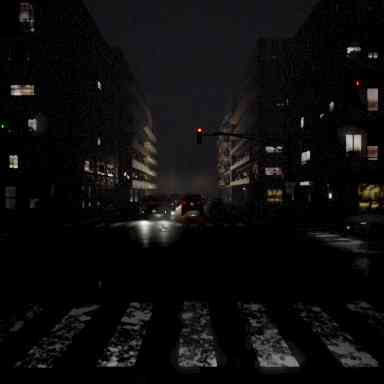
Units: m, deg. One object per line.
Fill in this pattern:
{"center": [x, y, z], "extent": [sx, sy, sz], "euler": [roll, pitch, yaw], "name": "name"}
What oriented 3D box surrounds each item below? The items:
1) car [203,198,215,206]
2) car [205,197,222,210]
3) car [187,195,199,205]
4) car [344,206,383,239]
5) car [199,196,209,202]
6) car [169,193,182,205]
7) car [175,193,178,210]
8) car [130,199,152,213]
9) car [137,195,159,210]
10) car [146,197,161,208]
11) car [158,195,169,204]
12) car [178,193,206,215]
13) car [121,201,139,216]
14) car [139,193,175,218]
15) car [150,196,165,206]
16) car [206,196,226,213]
{"center": [2.757, 1.598, 54.876], "extent": [1.802, 1.307, 4.206], "euler": [0, 0, 0], "name": "car"}
{"center": [2.743, 1.451, 43.511], "extent": [1.967, 1.590, 4.097], "euler": [0, 0, 0], "name": "car"}
{"center": [0.178, 1.372, 61.407], "extent": [2.097, 1.767, 4.553], "euler": [0, 0, 0], "name": "car"}
{"center": [9.569, 1.319, 15.583], "extent": [4.674, 1.442, 1.812], "euler": [-1, 0, -4], "name": "car"}
{"center": [2.784, 1.584, 77.605], "extent": [2.008, 1.369, 4.403], "euler": [0, 0, 0], "name": "car"}
{"center": [-2.968, 1.242, 60.497], "extent": [2.150, 2.045, 5.566], "euler": [0, 0, 1], "name": "car"}
{"center": [-3.048, 1.361, 40.038], "extent": [2.097, 1.767, 4.553], "euler": [0, 0, 0], "name": "car"}
{"center": [-5.645, 1.533, 37.667], "extent": [1.752, 1.417, 4.829], "euler": [0, 0, 0], "name": "car"}
{"center": [-5.638, 1.326, 43.519], "extent": [2.192, 1.841, 5.009], "euler": [0, 0, 0], "name": "car"}
{"center": [-5.631, 1.539, 49.032], "extent": [1.752, 1.417, 4.829], "euler": [0, 0, 0], "name": "car"}
{"center": [-5.610, 1.464, 66.250], "extent": [1.967, 1.590, 4.097], "euler": [0, 0, 0], "name": "car"}
{"center": [0.071, 1.229, 34.393], "extent": [2.150, 2.045, 5.566], "euler": [0, 0, 1], "name": "car"}
{"center": [-5.651, 1.572, 32.154], "extent": [1.947, 1.339, 4.313], "euler": [0, 0, 0], "name": "car"}
{"center": [-3.081, 1.227, 30.126], "extent": [2.150, 2.045, 5.566], "euler": [0, 0, 1], "name": "car"}
{"center": [-5.624, 1.457, 54.884], "extent": [1.967, 1.590, 4.097], "euler": [0, 0, 0], "name": "car"}
{"center": [2.736, 1.448, 37.829], "extent": [1.967, 1.590, 4.097], "euler": [0, 0, 0], "name": "car"}
